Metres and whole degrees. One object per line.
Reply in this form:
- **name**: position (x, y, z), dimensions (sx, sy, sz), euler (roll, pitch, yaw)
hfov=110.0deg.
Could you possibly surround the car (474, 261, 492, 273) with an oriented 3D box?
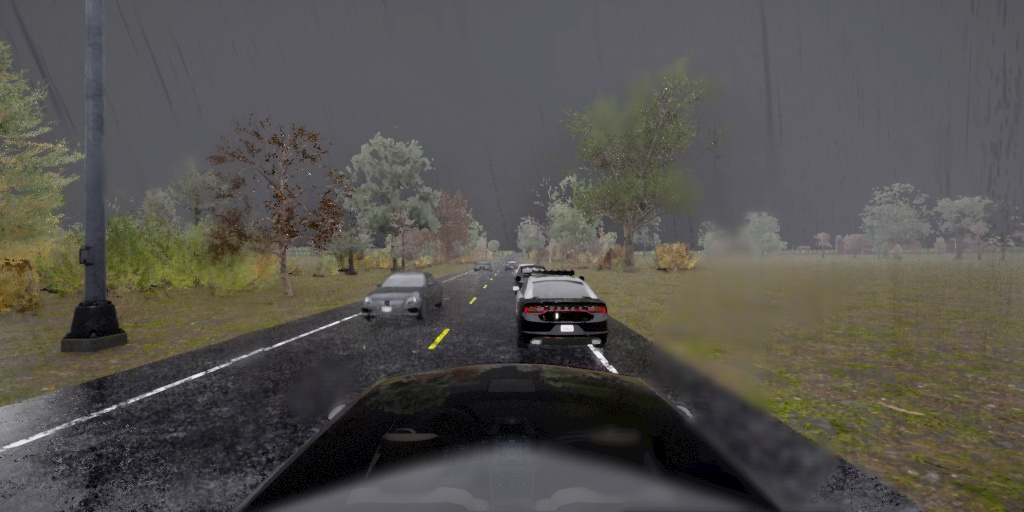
- **car**: position (-3.485, 1.282, 43.652), dimensions (1.994, 1.385, 4.181), euler (0, 0, 0)

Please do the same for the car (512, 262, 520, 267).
- **car**: position (1.056, 1.248, 19.306), dimensions (1.837, 1.490, 4.892), euler (0, 0, 0)

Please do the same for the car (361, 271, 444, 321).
- **car**: position (-3.596, 1.271, 12.633), dimensions (1.812, 1.442, 4.674), euler (0, 0, 0)

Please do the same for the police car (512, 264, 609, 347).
- **police car**: position (1.053, 1.173, 9.415), dimensions (1.930, 1.638, 5.238), euler (0, 0, 0)

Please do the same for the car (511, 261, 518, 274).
- **car**: position (1.058, 1.265, 25.307), dimensions (1.812, 1.442, 4.674), euler (0, 0, 0)

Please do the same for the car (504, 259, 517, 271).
- **car**: position (0.051, 1.238, 47.420), dimensions (1.812, 1.442, 4.674), euler (0, 0, 1)
